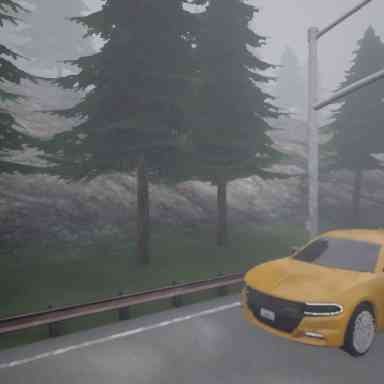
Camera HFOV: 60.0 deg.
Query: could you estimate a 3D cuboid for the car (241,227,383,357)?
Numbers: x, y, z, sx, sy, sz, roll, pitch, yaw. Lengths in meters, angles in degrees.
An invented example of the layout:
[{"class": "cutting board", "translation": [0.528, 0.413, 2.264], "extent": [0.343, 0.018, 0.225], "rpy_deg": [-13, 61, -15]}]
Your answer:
[{"class": "car", "translation": [3.115, 1.476, 6.211], "extent": [5.008, 1.535, 1.882], "rpy_deg": [0, 0, -35]}]
